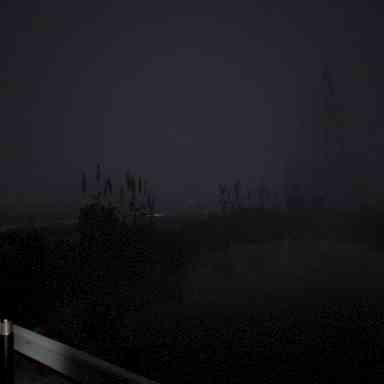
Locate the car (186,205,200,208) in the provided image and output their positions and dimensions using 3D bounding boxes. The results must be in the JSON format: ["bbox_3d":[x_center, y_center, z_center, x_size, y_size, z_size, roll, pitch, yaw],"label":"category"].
[{"bbox_3d":[0.219,3.151,63.220,2.033,1.411,5.357,-2,-1,34],"label":"car"}]

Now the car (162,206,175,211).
[{"bbox_3d":[-5.296,3.227,60.766,2.033,1.411,5.357,-2,-1,34],"label":"car"}]
